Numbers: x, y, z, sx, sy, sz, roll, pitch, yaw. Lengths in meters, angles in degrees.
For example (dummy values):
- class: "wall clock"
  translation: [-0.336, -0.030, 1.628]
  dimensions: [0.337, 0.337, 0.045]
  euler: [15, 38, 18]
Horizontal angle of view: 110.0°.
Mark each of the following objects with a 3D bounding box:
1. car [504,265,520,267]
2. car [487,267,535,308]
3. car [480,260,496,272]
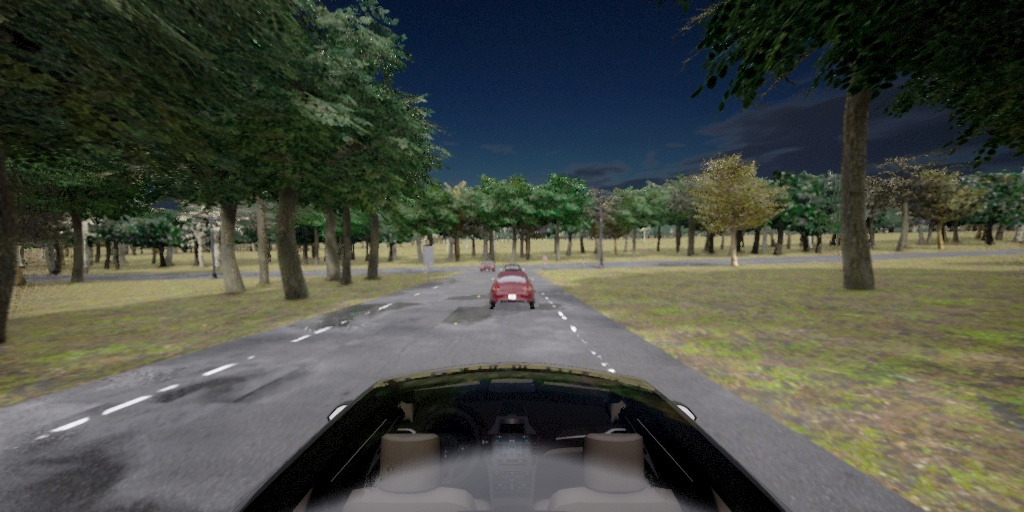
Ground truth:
- class: "car"
  translation: [0.026, 1.455, 30.405]
  dimensions: [1.837, 1.490, 4.892]
  euler: [0, 0, 1]
- class: "car"
  translation: [0.028, 1.380, 15.790]
  dimensions: [1.812, 1.442, 4.674]
  euler: [0, 0, 1]
- class: "car"
  translation: [-3.516, 1.431, 52.518]
  dimensions: [2.097, 1.767, 4.553]
  euler: [0, 0, 0]
